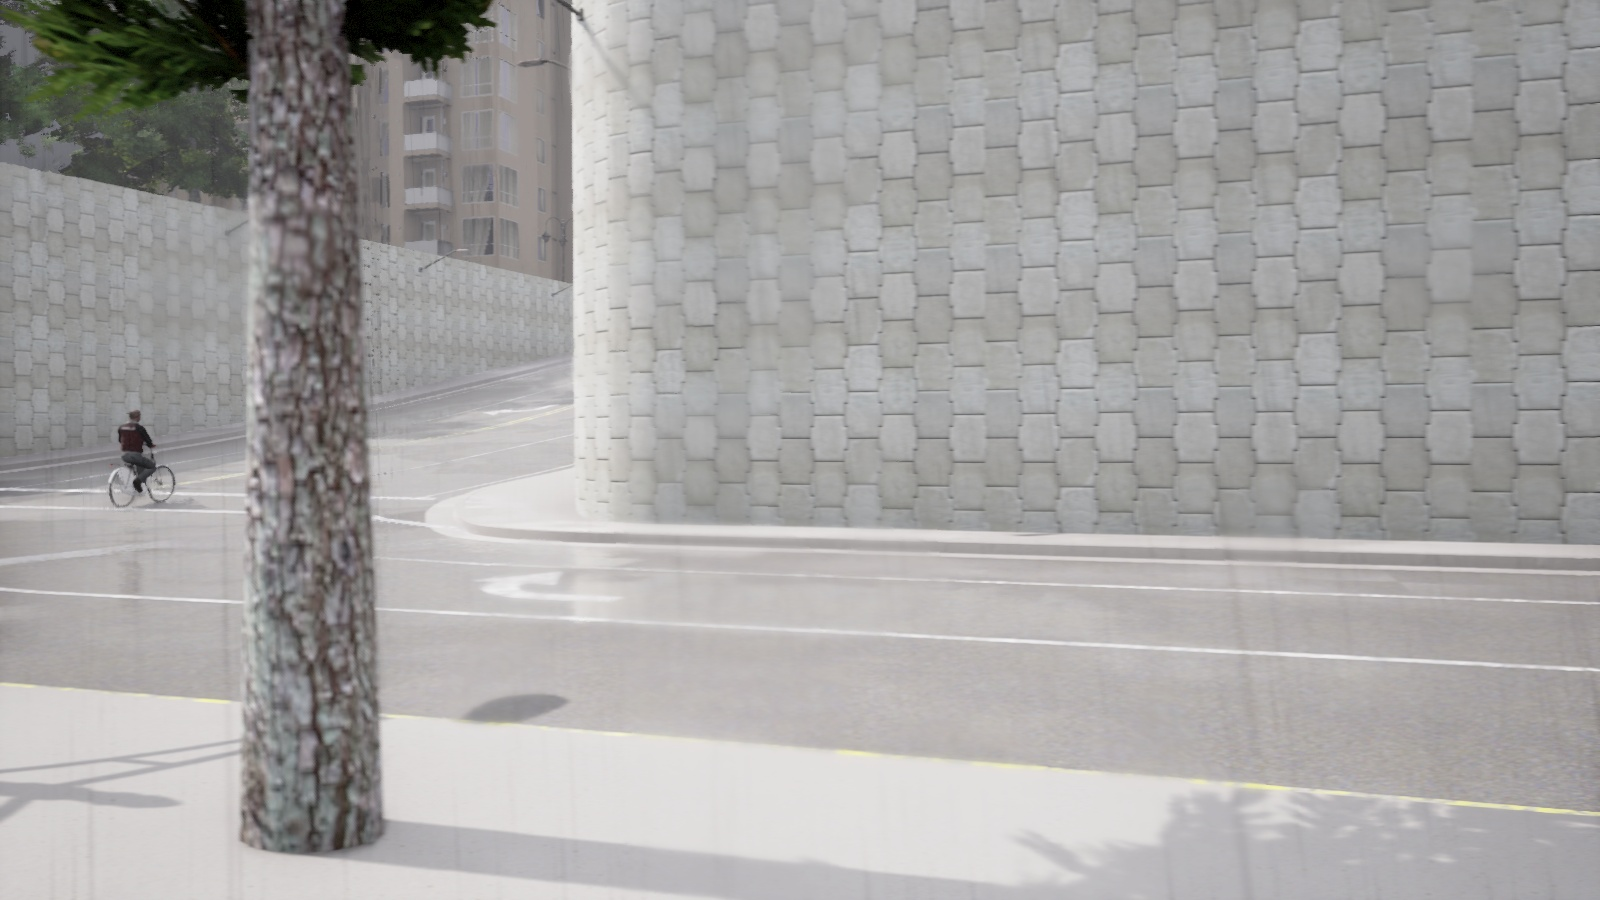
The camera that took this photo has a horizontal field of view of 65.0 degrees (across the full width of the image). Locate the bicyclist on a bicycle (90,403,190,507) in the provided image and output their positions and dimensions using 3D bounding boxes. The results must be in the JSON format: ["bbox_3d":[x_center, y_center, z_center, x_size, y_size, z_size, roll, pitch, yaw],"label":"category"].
[{"bbox_3d":[-11.982,0.053,22.875,0.659,1.776,1.843,1,3,6],"label":"bicyclist on a bicycle"}]
